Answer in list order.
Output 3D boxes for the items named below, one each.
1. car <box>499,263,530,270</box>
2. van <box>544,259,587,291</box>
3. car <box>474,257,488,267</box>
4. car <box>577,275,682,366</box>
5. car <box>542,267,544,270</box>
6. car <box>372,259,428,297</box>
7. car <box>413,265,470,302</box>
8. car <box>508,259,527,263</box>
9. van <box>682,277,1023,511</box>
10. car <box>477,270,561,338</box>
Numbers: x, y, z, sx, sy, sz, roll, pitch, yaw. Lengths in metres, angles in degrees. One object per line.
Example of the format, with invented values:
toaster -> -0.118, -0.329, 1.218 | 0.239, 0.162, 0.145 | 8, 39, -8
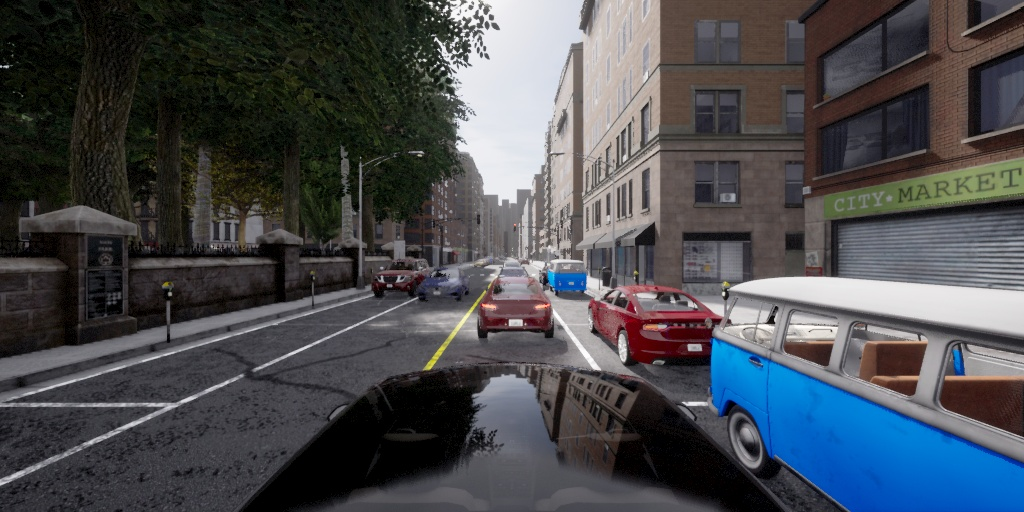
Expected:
car -> 0.097, 1.292, 19.611 | 2.033, 1.411, 5.357 | 0, 0, 1
van -> 2.857, 1.086, 19.152 | 1.690, 1.789, 3.998 | 0, 0, 0
car -> -5.667, 1.230, 62.631 | 1.751, 1.417, 4.829 | 0, 0, 0
car -> 2.857, 1.294, 7.831 | 1.888, 1.381, 4.507 | 0, 0, 0
car -> 2.857, 1.307, 24.812 | 1.948, 1.339, 4.313 | 0, 0, 0
car -> -5.668, 1.060, 19.112 | 2.192, 1.841, 5.009 | 0, 0, 0
car -> -3.085, 1.272, 17.119 | 1.812, 1.442, 4.674 | 0, 0, 0
car -> 0.004, 1.242, 29.355 | 1.837, 1.490, 4.892 | 0, 0, 0
van -> 2.856, 1.091, 2.170 | 1.690, 1.789, 3.998 | 0, 0, 0
car -> 0.095, 1.275, 10.032 | 1.812, 1.442, 4.674 | 0, 0, 0
